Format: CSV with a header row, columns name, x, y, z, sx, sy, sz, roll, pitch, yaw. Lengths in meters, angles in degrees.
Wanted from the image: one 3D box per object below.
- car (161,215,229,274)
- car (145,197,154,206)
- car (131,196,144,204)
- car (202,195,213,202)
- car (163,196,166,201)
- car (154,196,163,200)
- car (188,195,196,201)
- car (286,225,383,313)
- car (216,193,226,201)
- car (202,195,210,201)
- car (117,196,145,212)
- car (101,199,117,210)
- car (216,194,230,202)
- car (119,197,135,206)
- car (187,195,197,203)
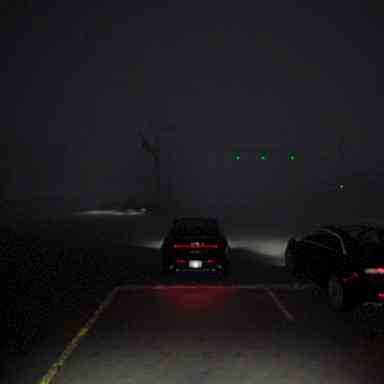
name,x,y,z,sx,sy,sz,roll,pitch,yaw
car,0.094,1.513,10.637,1.837,1.490,4.892,0,0,0
car,-7.087,1.603,48.380,1.895,1.301,4.718,0,0,0
car,-10.497,1.526,64.446,1.812,1.442,4.674,0,0,0
car,3.504,1.355,74.114,2.097,1.767,4.553,0,0,0
car,-6.997,1.469,74.422,1.895,1.301,4.718,0,0,0
car,-7.015,1.549,60.101,2.033,1.411,5.357,0,0,0
car,0.004,1.539,81.846,2.033,1.411,5.357,0,0,0
car,3.593,1.498,7.639,2.128,1.511,4.902,0,0,0
car,7.004,1.243,81.819,2.097,1.767,4.553,0,0,0
car,3.505,1.498,84.395,1.837,1.490,4.892,0,0,1
car,-7.097,1.529,39.279,1.812,1.442,4.674,0,0,0
car,-10.594,1.604,43.987,1.895,1.301,4.718,0,0,0
car,7.003,1.351,72.649,2.097,1.767,4.553,0,0,0
car,-10.559,1.527,54.162,1.812,1.442,4.674,0,0,-1
car,0.005,1.524,71.541,2.128,1.511,4.902,0,0,0
